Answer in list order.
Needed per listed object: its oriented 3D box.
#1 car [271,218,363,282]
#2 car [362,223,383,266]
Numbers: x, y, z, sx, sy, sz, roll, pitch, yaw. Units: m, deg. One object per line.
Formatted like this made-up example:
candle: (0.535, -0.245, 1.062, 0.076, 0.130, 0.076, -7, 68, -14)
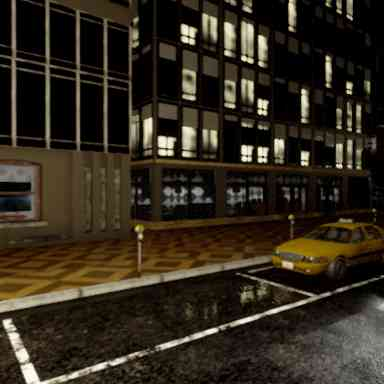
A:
car: (4.339, 1.476, 9.655, 4.829, 1.417, 1.752, 0, 0, -36)
car: (6.484, 1.438, 8.008, 4.902, 1.511, 2.128, 0, 0, -36)
